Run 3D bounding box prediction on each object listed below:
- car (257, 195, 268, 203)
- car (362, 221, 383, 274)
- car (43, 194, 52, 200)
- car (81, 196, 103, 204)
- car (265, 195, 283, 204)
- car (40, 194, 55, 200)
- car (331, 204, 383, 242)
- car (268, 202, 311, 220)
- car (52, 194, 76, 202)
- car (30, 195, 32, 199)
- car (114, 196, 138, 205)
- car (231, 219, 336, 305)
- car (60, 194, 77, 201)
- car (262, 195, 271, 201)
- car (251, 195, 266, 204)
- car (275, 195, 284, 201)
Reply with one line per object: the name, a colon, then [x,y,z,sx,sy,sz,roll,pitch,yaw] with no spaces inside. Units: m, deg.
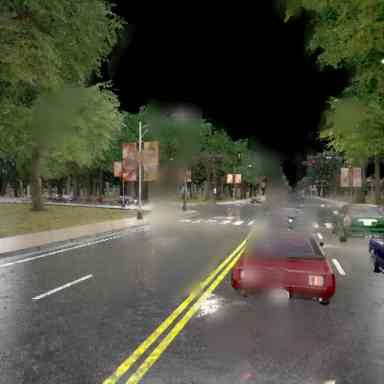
car: [15.442,1.486,73.059,1.882,1.535,5.008,0,0,17]
car: [5.477,1.601,7.599,1.895,1.301,4.718,0,0,17]
car: [-31.653,1.259,76.620,4.674,1.442,1.812,0,0,40]
car: [-18.268,1.423,60.973,4.718,1.301,1.895,0,0,41]
car: [15.546,1.554,62.574,2.033,1.411,5.357,0,0,18]
car: [-37.146,1.253,85.526,4.181,1.385,1.994,0,0,40]
car: [8.098,1.352,16.198,2.097,1.767,4.553,0,0,17]
car: [4.964,1.505,17.073,1.837,1.490,4.892,0,0,17]
car: [-26.003,1.300,67.583,4.674,1.442,1.812,0,0,40]
car: [-39.247,1.253,83.046,4.181,1.385,1.994,0,0,40]
car: [-10.847,1.361,54.682,4.902,1.511,2.128,0,0,41]
car: [2.270,1.601,8.215,1.895,1.301,4.718,0,0,17]
car: [-29.273,1.260,78.865,4.674,1.442,1.812,0,0,40]
car: [18.487,1.535,82.863,1.812,1.442,4.674,0,0,17]
car: [12.473,1.554,63.623,2.033,1.411,5.357,0,0,18]
car: [21.707,1.489,82.276,1.882,1.535,5.008,0,0,17]
